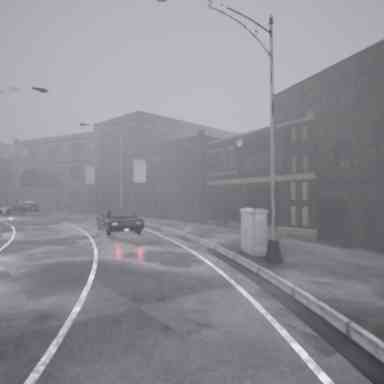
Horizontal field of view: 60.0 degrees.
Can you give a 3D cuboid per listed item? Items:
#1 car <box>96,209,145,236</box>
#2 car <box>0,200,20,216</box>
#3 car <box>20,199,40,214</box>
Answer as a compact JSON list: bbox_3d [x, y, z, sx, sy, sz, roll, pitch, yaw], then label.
[{"bbox_3d":[-4.207,1.617,18.787,1.895,1.301,4.718,0,0,-24],"label":"car"},{"bbox_3d":[-18.823,1.454,31.670,4.902,1.511,2.128,0,-1,38],"label":"car"},{"bbox_3d":[-18.208,1.525,35.859,4.674,1.442,1.812,0,-1,38],"label":"car"}]
